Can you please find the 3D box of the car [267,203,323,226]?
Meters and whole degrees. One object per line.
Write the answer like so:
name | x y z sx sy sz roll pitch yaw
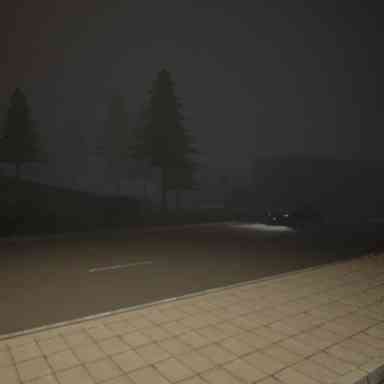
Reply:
car | 7.337 1.501 23.311 4.674 1.442 1.812 0 0 -36
